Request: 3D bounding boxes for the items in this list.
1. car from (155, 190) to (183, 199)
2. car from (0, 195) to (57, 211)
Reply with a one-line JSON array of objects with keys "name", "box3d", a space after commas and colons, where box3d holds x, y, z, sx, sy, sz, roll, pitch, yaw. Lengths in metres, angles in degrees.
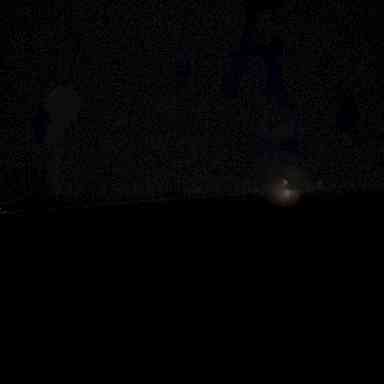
[{"name": "car", "box3d": [-3.553, 0.401, 50.687, 1.895, 1.301, 4.718, -2, 1, 36]}, {"name": "car", "box3d": [-16.213, 1.050, 33.021, 2.033, 1.411, 5.357, -2, 1, 36]}]
